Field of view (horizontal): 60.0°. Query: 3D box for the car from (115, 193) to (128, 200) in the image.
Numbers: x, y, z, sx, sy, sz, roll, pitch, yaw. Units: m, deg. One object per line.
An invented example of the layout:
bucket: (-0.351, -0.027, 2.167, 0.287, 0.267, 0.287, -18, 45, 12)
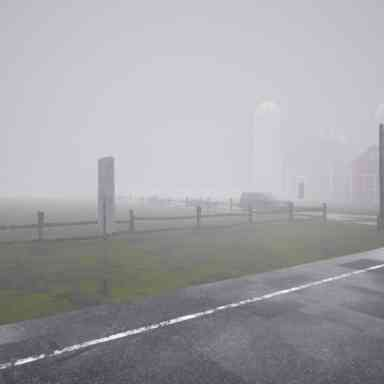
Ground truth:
car: (-14.875, 0.922, 68.035, 2.033, 1.411, 5.357, -1, 1, -36)

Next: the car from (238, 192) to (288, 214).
car: (6.993, 1.022, 32.590, 2.150, 2.045, 5.566, -1, 1, -36)

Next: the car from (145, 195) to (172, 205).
car: (-5.073, 1.152, 49.366, 2.033, 1.411, 5.357, -1, 1, -36)

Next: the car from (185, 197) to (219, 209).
car: (1.179, 1.308, 40.679, 1.895, 1.301, 4.718, -1, 1, -36)
